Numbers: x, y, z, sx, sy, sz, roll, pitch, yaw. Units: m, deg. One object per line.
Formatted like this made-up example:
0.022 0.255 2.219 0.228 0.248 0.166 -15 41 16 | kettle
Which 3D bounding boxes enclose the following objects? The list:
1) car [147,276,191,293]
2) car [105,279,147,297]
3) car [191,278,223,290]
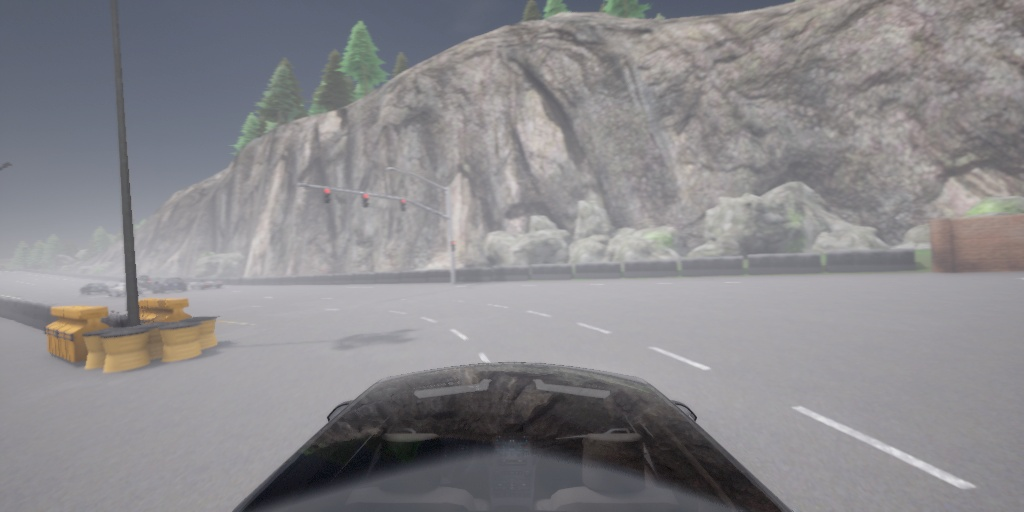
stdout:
-40.139 3.337 41.931 4.553 1.767 2.097 -3 0 31 | car
-41.956 3.625 38.948 4.674 1.442 1.812 -3 1 31 | car
-38.386 3.476 44.968 4.718 1.301 1.895 -3 1 31 | car
